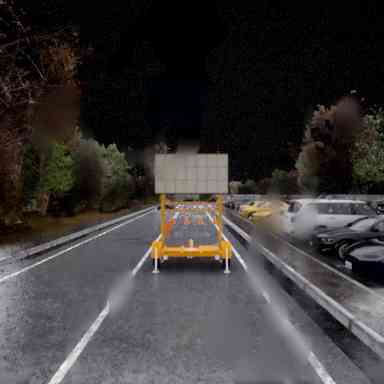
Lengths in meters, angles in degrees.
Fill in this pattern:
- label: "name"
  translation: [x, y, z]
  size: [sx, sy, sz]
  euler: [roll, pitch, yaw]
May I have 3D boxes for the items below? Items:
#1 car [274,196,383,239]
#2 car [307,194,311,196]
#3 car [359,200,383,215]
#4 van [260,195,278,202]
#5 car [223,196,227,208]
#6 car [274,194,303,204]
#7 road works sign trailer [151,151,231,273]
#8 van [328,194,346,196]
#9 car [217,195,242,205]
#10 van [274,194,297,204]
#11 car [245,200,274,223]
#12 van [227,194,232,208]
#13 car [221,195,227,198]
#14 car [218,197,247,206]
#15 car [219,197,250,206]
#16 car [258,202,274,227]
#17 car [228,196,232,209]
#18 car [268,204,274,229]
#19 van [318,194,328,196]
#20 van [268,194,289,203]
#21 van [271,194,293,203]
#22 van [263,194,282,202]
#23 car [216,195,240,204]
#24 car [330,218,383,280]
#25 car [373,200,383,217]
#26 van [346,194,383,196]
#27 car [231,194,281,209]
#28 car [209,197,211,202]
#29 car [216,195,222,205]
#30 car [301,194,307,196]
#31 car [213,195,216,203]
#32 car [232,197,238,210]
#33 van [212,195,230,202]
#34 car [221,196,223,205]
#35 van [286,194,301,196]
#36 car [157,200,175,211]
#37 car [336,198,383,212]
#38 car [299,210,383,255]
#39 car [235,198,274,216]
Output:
- label: "car"
  translation: [6.870, 1.335, 14.829]
  size: [5.566, 2.045, 2.435]
  euler: [0, 0, 0]
- label: "car"
  translation: [20.160, 1.347, 47.944]
  size: [5.566, 2.045, 2.435]
  euler: [0, 0, 0]
- label: "car"
  translation: [20.106, 1.562, 34.096]
  size: [4.792, 1.488, 2.163]
  euler: [0, 0, 0]
- label: "van"
  translation: [20.638, 1.754, 89.476]
  size: [4.442, 1.987, 1.878]
  euler: [0, -1, 0]
- label: "car"
  translation: [7.058, 1.621, 45.357]
  size: [4.792, 1.488, 2.163]
  euler: [0, 0, 0]
- label: "car"
  translation: [20.338, 1.466, 70.230]
  size: [5.566, 2.045, 2.435]
  euler: [0, 0, 0]
- label: "road works sign trailer"
  translation: [-0.016, 0.479, 10.707]
  size: [2.380, 3.560, 2.880]
  euler: [0, 0, 0]
- label: "van"
  translation: [20.260, 1.343, 42.403]
  size: [4.442, 1.987, 1.878]
  euler: [0, 0, 0]
- label: "car"
  translation: [7.211, 1.570, 64.790]
  size: [4.553, 1.767, 2.185]
  euler: [0, 0, 0]
- label: "van"
  translation: [20.505, 1.506, 73.000]
  size: [4.442, 1.987, 1.878]
  euler: [0, 0, 0]
- label: "car"
  translation: [6.723, 1.556, 23.160]
  size: [5.366, 1.575, 1.946]
  euler: [0, 0, 0]
- label: "van"
  translation: [7.181, 1.351, 42.581]
  size: [4.442, 1.987, 1.878]
  euler: [0, 0, 0]
- label: "car"
  translation: [7.102, 1.651, 50.909]
  size: [4.792, 1.488, 2.163]
  euler: [0, 0, 0]
- label: "car"
  translation: [7.192, 1.667, 59.237]
  size: [4.892, 1.521, 2.231]
  euler: [0, 0, 0]
- label: "car"
  translation: [7.182, 1.652, 56.461]
  size: [4.892, 1.521, 2.231]
  euler: [0, 0, 0]
- label: "car"
  translation: [6.893, 1.569, 20.383]
  size: [4.892, 1.521, 2.231]
  euler: [0, 0, 0]
- label: "car"
  translation: [7.072, 1.592, 39.804]
  size: [4.792, 1.488, 2.163]
  euler: [0, 0, 0]
- label: "car"
  translation: [7.050, 1.574, 17.605]
  size: [5.366, 1.575, 1.946]
  euler: [0, 0, 0]
- label: "van"
  translation: [20.049, 1.358, 45.175]
  size: [4.442, 1.987, 1.878]
  euler: [0, 0, 0]
- label: "van"
  translation: [20.317, 1.536, 78.549]
  size: [4.442, 1.987, 1.878]
  euler: [0, -1, 0]
- label: "van"
  translation: [20.526, 1.520, 75.645]
  size: [4.442, 1.987, 1.878]
  euler: [0, 0, 0]
- label: "van"
  translation: [20.360, 1.636, 83.940]
  size: [4.442, 1.987, 1.878]
  euler: [0, -1, 0]
- label: "car"
  translation: [7.234, 1.585, 67.566]
  size: [4.553, 1.767, 2.185]
  euler: [0, 0, 0]
- label: "car"
  translation: [6.768, 1.635, 9.279]
  size: [4.792, 1.488, 2.163]
  euler: [0, 0, 0]
- label: "car"
  translation: [20.084, 1.560, 31.456]
  size: [4.792, 1.488, 2.163]
  euler: [0, 0, 0]
- label: "van"
  translation: [19.990, 1.316, 36.849]
  size: [4.442, 1.987, 1.878]
  euler: [0, 0, 0]
- label: "car"
  translation: [7.051, 1.424, 37.031]
  size: [4.553, 1.767, 2.185]
  euler: [0, 0, 0]
- label: "car"
  translation: [7.382, 1.518, 78.671]
  size: [5.566, 2.045, 2.435]
  euler: [0, 0, 0]
- label: "car"
  translation: [6.968, 1.633, 53.687]
  size: [5.366, 1.575, 1.946]
  euler: [0, 0, 0]
- label: "car"
  translation: [20.182, 1.362, 50.714]
  size: [5.566, 2.045, 2.435]
  euler: [0, 0, 0]
- label: "car"
  translation: [7.035, 1.678, 62.015]
  size: [5.366, 1.575, 1.946]
  euler: [0, 0, 0]
- label: "car"
  translation: [6.992, 1.542, 34.252]
  size: [4.892, 1.521, 2.231]
  euler: [0, 0, 0]
- label: "van"
  translation: [7.282, 1.647, 84.207]
  size: [4.442, 1.987, 1.878]
  euler: [0, -1, 0]
- label: "car"
  translation: [7.080, 1.636, 48.133]
  size: [4.792, 1.488, 2.163]
  euler: [0, 0, 0]
- label: "van"
  translation: [20.416, 1.447, 61.919]
  size: [4.442, 1.987, 1.878]
  euler: [0, 0, 0]
- label: "car"
  translation: [-3.273, 1.657, 42.435]
  size: [1.994, 1.385, 4.181]
  euler: [0, 0, 0]
- label: "car"
  translation: [20.126, 1.554, 39.633]
  size: [5.008, 1.535, 2.097]
  euler: [0, 0, 0]
- label: "car"
  translation: [6.825, 1.596, 12.054]
  size: [5.008, 1.535, 2.097]
  euler: [0, 0, 0]
- label: "car"
  translation: [6.769, 1.539, 28.833]
  size: [5.366, 1.575, 1.946]
  euler: [0, 0, 0]
